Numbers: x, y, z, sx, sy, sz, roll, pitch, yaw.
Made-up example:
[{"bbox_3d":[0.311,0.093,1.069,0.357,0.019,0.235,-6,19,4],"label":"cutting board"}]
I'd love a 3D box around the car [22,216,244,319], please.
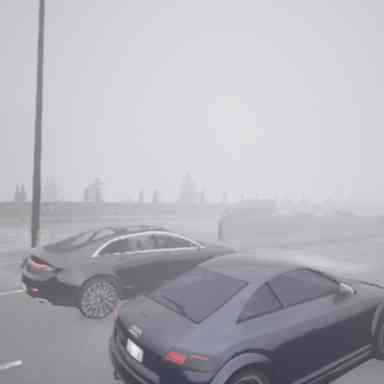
[{"bbox_3d":[-0.995,1.487,7.337,4.902,1.511,2.128,0,0,-36],"label":"car"}]

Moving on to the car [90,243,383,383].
[{"bbox_3d":[1.059,1.559,4.503,4.181,1.385,1.994,0,0,-36],"label":"car"}]

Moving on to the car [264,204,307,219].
[{"bbox_3d":[8.413,1.967,27.185,4.674,1.442,1.812,2,-1,-35],"label":"car"}]

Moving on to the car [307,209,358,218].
[{"bbox_3d":[10.832,2.018,24.610,4.181,1.385,1.994,2,-1,-35],"label":"car"}]

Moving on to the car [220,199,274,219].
[{"bbox_3d":[5.037,1.617,29.078,5.566,2.045,2.150,2,-1,-35],"label":"car"}]
